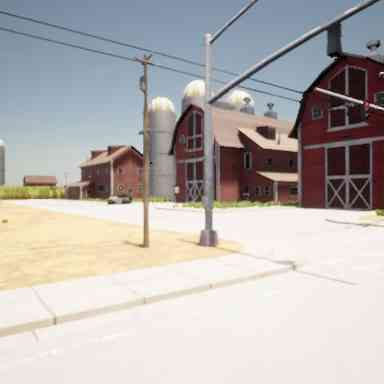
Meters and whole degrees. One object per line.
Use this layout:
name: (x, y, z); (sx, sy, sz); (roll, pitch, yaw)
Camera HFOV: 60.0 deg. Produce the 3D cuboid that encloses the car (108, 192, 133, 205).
car: (-11.290, 0.987, 52.418); (3.866, 1.878, 1.905); (-2, 6, 11)
